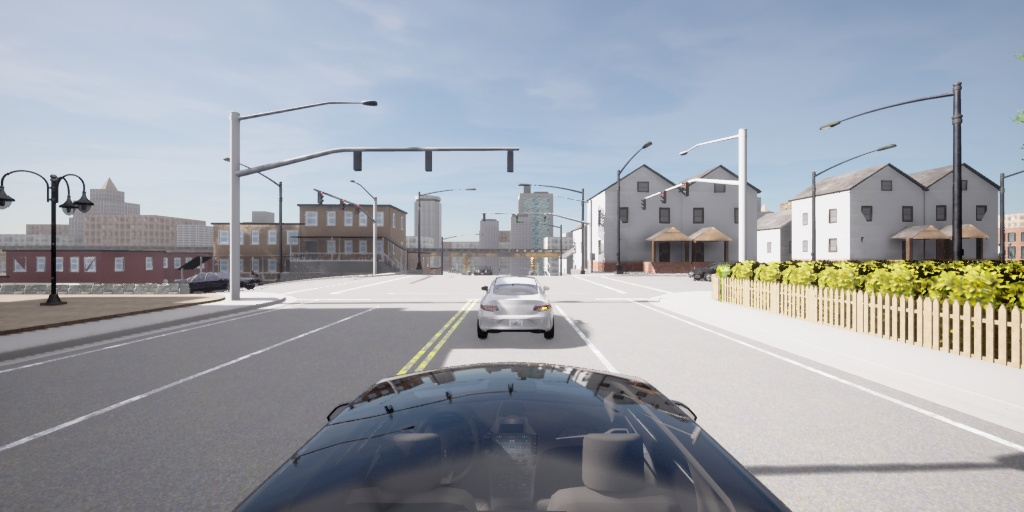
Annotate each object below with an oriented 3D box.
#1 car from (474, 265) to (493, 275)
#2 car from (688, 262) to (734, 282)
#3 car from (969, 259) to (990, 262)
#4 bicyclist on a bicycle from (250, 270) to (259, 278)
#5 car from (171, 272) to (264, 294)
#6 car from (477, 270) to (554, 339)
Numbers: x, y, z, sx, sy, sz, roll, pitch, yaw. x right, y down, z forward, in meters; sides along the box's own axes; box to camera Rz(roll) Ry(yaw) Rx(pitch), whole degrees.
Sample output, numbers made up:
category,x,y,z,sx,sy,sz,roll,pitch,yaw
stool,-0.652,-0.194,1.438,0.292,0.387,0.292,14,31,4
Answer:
category,x,y,z,sx,sy,sz,roll,pitch,yaw
car,-3.528,2.162,45.228,2.150,2.045,5.566,0,-9,0
car,16.789,1.255,28.802,4.892,1.490,1.837,0,0,-1
car,36.922,1.102,29.022,4.553,1.767,2.097,0,0,-1
bicyclist on a bicycle,-25.575,2.214,35.561,0.582,1.620,1.656,-8,0,0
car,-20.287,1.820,24.673,5.357,1.411,2.033,-5,0,-1
car,0.099,1.276,9.988,1.812,1.442,4.674,0,0,0
